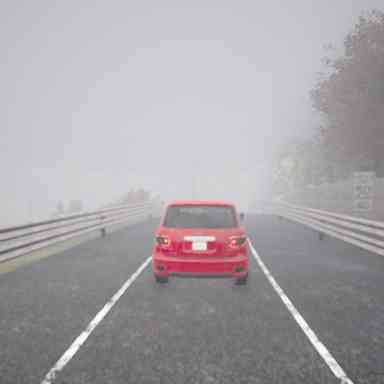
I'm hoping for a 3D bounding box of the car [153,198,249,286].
[{"bbox_3d":[0.334,1.160,9.411,2.150,2.045,5.566,0,1,4],"label":"car"}]

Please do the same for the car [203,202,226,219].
[{"bbox_3d":[2.018,1.595,29.338,1.895,1.301,4.718,0,-1,5],"label":"car"}]
